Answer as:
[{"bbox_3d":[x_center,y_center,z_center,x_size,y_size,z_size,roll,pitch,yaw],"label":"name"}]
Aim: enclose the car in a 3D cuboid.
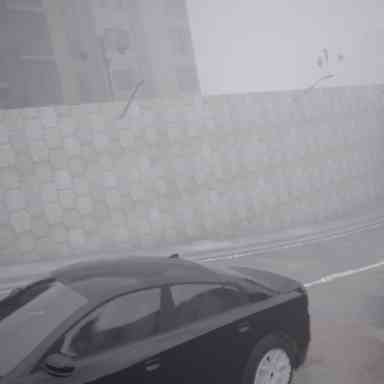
[{"bbox_3d":[-0.874,1.474,3.356,5.008,1.535,1.882,0,0,-36],"label":"car"}]
